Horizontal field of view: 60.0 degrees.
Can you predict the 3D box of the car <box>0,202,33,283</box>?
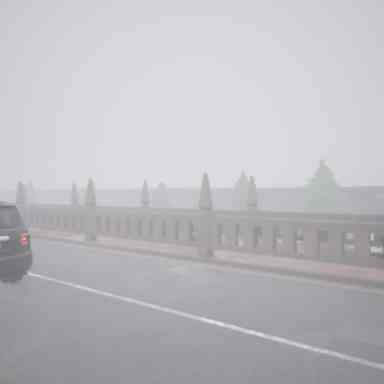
[{"bbox_3d":[-6.325,1.245,8.500,5.566,2.045,2.150,0,0,35],"label":"car"}]
